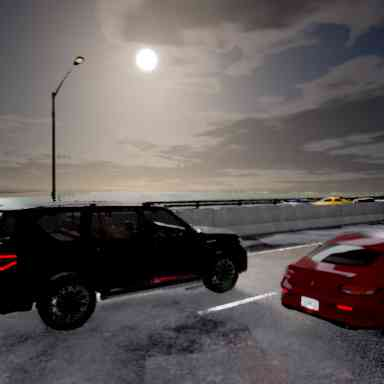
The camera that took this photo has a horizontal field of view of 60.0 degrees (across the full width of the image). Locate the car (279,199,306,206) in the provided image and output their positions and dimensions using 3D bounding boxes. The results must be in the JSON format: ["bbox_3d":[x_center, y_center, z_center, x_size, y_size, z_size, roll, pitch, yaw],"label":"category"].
[{"bbox_3d":[12.200,1.450,38.240,4.718,1.301,1.895,0,0,-35],"label":"car"}]

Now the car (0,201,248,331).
[{"bbox_3d":[-1.333,1.208,7.088,5.566,2.045,2.150,0,0,-35],"label":"car"}]

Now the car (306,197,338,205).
[{"bbox_3d":[14.913,1.322,35.859,5.008,1.535,1.882,0,0,-35],"label":"car"}]

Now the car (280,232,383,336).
[{"bbox_3d":[3.650,1.495,6.333,4.674,1.442,1.812,0,0,-35],"label":"car"}]

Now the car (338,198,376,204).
[{"bbox_3d":[16.873,1.370,32.960,4.674,1.442,1.812,0,0,-35],"label":"car"}]
